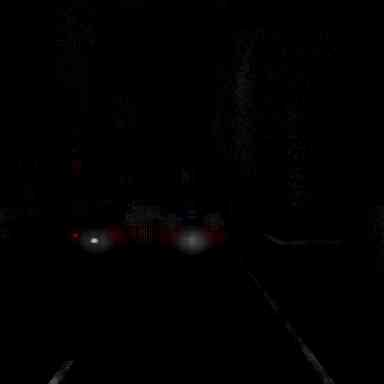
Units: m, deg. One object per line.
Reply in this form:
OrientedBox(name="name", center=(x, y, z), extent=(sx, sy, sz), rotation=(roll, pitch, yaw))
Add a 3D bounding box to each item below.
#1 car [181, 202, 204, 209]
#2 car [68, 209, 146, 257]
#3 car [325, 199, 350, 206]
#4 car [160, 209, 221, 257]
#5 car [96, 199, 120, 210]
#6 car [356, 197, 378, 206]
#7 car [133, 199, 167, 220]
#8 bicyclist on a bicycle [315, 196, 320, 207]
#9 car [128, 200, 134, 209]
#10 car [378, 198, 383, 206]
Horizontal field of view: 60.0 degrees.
OrientedBox(name="car", center=(0.039, 1.605, 28.556), extent=(1.812, 1.442, 4.674), rotation=(0, 0, 0))
OrientedBox(name="car", center=(-3.209, 1.584, 12.992), extent=(1.994, 1.385, 4.181), rotation=(0, 0, 0))
OrientedBox(name="car", center=(26.437, 1.838, 60.390), extent=(4.206, 1.307, 1.802), rotation=(0, -1, -1))
OrientedBox(name="car", center=(0.041, 1.584, 12.991), extent=(1.994, 1.385, 4.181), rotation=(0, 0, 0))
OrientedBox(name="car", center=(-9.822, 1.628, 39.352), extent=(1.882, 1.535, 5.008), rotation=(0, -1, 0))
OrientedBox(name="car", center=(32.075, 1.681, 60.482), extent=(4.097, 1.590, 1.967), rotation=(0, -1, -1))
OrientedBox(name="car", center=(-3.216, 1.567, 27.886), extent=(2.128, 1.511, 4.902), rotation=(0, 0, 0))
OrientedBox(name="bicyclist on a bicycle", center=(18.372, 1.401, 48.777), extent=(0.582, 1.620, 1.656), rotation=(0, -1, -1))
OrientedBox(name="car", center=(-6.565, 1.666, 40.510), extent=(1.837, 1.490, 4.892), rotation=(0, -1, 0))
OrientedBox(name="car", center=(32.206, 1.673, 51.957), extent=(4.313, 1.339, 1.947), rotation=(0, -1, -1))
